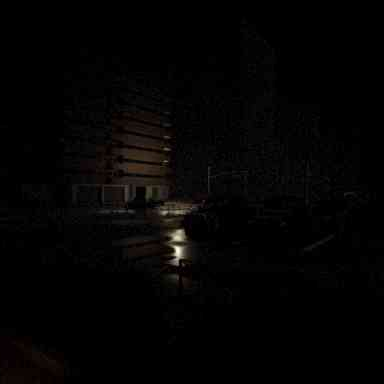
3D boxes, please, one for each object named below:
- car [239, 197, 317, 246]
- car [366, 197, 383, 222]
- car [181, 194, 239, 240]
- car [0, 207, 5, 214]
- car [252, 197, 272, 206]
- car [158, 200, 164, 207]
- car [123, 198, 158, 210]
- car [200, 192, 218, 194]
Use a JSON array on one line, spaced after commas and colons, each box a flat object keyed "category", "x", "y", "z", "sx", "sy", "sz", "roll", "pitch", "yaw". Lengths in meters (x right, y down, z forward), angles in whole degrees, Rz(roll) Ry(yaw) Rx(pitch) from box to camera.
[{"category": "car", "x": 3.839, "y": 1.156, "z": 14.386, "sx": 1.905, "sy": 1.878, "sz": 3.866, "roll": 0, "pitch": 0, "yaw": 34}, {"category": "car", "x": 15.862, "y": 1.395, "z": 27.342, "sx": 1.970, "sy": 1.475, "sz": 3.806, "roll": 0, "pitch": 0, "yaw": 34}, {"category": "car", "x": 1.471, "y": 1.153, "z": 16.052, "sx": 1.932, "sy": 1.855, "sz": 4.605, "roll": 0, "pitch": 0, "yaw": 34}, {"category": "car", "x": -17.606, "y": 1.478, "z": 25.558, "sx": 1.882, "sy": 1.535, "sz": 5.008, "roll": 0, "pitch": 0, "yaw": 33}, {"category": "car", "x": 12.011, "y": 1.526, "z": 56.805, "sx": 1.812, "sy": 1.442, "sz": 4.674, "roll": 0, "pitch": 0, "yaw": 34}, {"category": "car", "x": -6.195, "y": 1.601, "z": 48.833, "sx": 1.895, "sy": 1.301, "sz": 4.718, "roll": 0, "pitch": 0, "yaw": 34}, {"category": "car", "x": -6.663, "y": 1.564, "z": 41.878, "sx": 1.994, "sy": 1.385, "sz": 4.181, "roll": 0, "pitch": 0, "yaw": 34}, {"category": "car", "x": 2.480, "y": 0.943, "z": 55.341, "sx": 2.150, "sy": 2.045, "sz": 5.566, "roll": 0, "pitch": 0, "yaw": 34}]
